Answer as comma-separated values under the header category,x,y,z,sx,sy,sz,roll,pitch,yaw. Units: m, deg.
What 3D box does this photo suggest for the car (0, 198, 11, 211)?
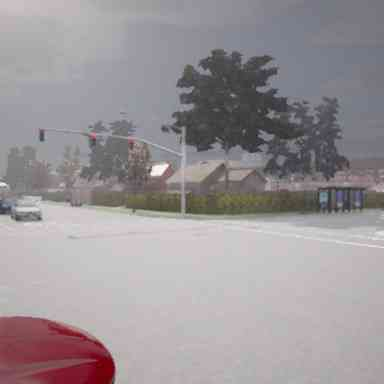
category,x,y,z,sx,sy,sz,roll,pitch,yaw
car,-24.478,1.525,42.449,1.837,1.490,4.892,0,0,-36

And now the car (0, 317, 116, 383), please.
category,x,y,z,sx,sy,sz,roll,pitch,yaw
car,-2.854,1.472,1.714,5.008,1.535,1.882,0,0,-35

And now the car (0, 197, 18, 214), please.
category,x,y,z,sx,sy,sz,roll,pitch,yaw
car,-19.079,1.373,35.000,2.097,1.767,4.553,0,0,-36

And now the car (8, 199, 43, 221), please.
category,x,y,z,sx,sy,sz,roll,pitch,yaw
car,-13.866,1.546,27.800,1.812,1.442,4.674,0,0,-35
